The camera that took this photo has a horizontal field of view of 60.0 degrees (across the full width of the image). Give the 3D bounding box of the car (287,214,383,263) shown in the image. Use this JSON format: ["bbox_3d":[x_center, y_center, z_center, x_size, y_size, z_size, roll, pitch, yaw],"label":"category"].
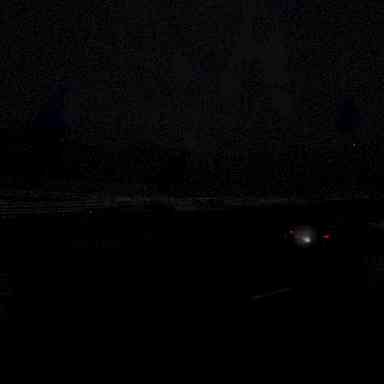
[{"bbox_3d":[5.312,1.495,11.839,4.181,1.385,1.994,0,0,-36],"label":"car"}]

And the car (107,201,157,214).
[{"bbox_3d":[-3.087,1.437,23.289,4.892,1.490,1.837,0,0,-36],"label":"car"}]

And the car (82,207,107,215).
[{"bbox_3d":[-5.902,1.539,25.581,4.718,1.301,1.895,0,0,-36],"label":"car"}]

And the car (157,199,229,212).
[{"bbox_3d":[0.384,1.273,21.467,4.553,1.767,2.097,0,0,-36],"label":"car"}]
